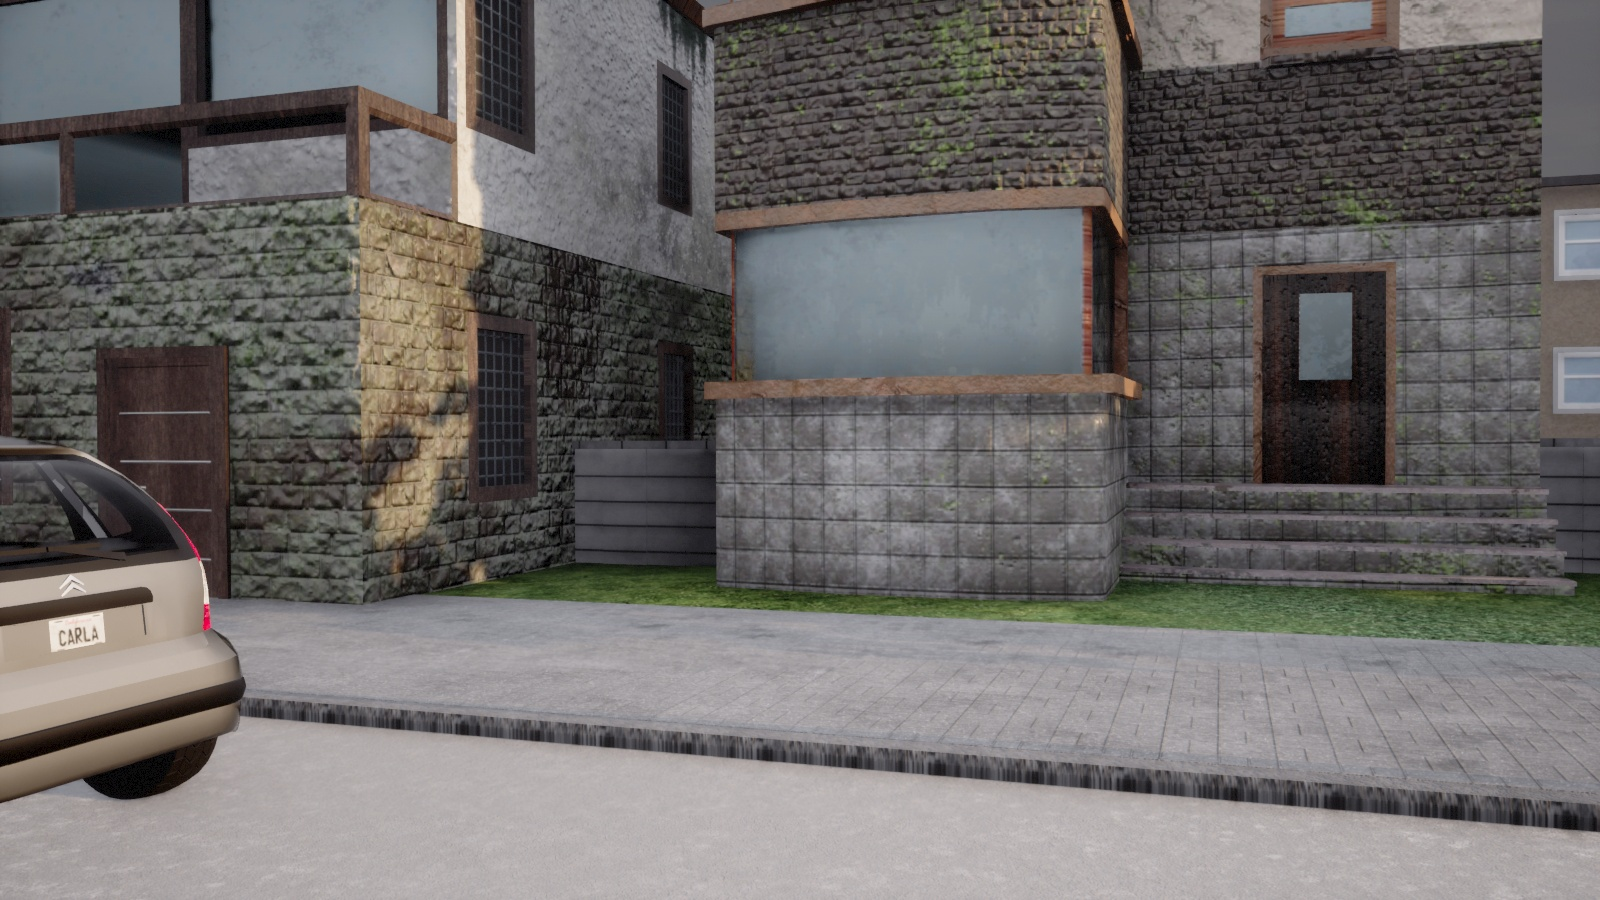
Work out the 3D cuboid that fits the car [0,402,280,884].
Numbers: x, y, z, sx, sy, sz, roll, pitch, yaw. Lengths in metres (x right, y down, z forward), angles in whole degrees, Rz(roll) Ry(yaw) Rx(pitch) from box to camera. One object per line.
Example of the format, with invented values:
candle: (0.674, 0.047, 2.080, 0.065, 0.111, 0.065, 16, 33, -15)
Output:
car: (-4.446, 0.625, 5.213, 3.988, 1.617, 1.851, 1, 1, 19)
